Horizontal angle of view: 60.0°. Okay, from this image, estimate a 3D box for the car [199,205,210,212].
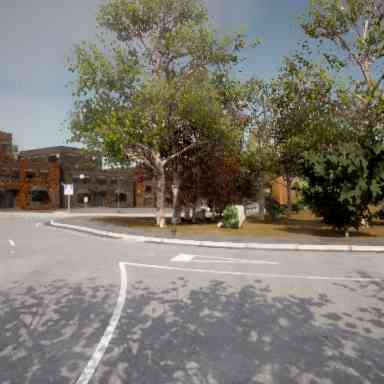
[{"bbox_3d":[3.882,4.663,93.764,2.435,2.045,5.566,0,-2,26],"label":"car"}]
